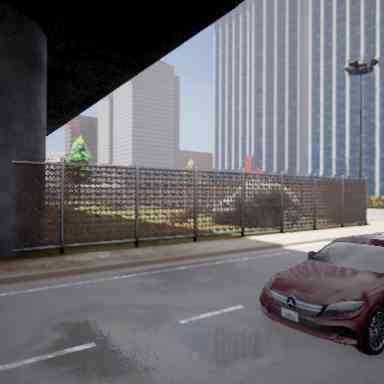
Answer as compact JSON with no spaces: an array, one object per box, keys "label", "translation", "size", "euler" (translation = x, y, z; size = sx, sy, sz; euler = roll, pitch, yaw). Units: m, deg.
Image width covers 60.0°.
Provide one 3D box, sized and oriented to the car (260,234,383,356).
[{"label":"car","translation":[3.356,1.573,6.256],"size":[4.674,1.442,1.812],"euler":[1,0,-35]}]
